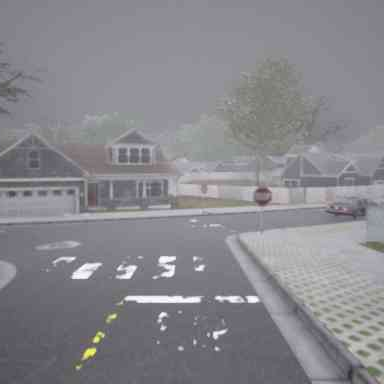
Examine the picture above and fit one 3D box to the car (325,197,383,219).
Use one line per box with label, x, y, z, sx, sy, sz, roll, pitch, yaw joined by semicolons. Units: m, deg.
car;11.881;1.068;23.792;5.357;1.411;2.033;-2;4;-31
